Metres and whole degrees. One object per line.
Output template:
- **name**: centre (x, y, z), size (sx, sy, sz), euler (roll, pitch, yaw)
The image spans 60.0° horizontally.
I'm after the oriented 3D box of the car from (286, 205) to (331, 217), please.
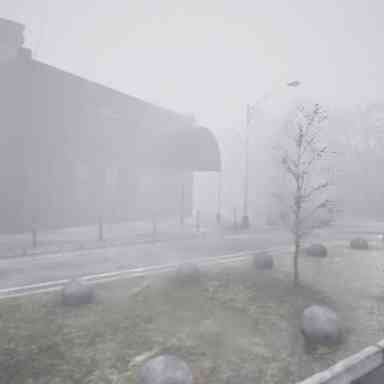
- **car**: centre (13.468, 2.197, 38.665), size (4.718, 1.301, 1.895), euler (1, -1, 29)
